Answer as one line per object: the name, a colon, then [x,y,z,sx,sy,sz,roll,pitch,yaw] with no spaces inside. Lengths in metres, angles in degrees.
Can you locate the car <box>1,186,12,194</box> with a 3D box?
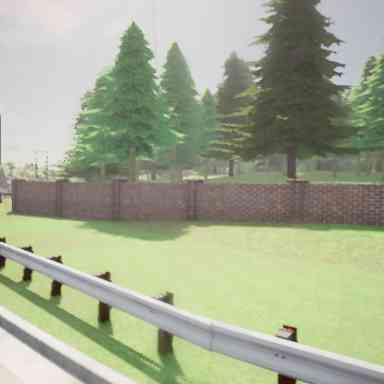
car: [-46.312,-0.495,83.438,2.150,2.045,5.566,1,1,-17]
